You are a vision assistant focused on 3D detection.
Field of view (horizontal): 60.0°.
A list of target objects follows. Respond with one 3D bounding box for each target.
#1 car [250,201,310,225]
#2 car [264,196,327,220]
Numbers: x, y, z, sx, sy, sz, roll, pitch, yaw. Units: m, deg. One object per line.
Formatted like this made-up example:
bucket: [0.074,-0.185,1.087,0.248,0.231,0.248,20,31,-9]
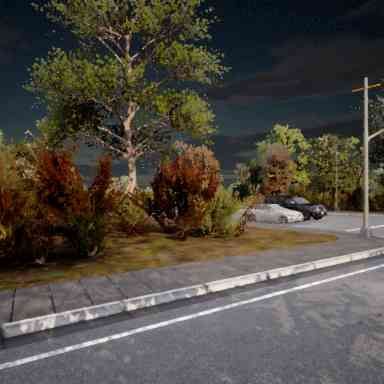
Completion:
car: [6.157,1.623,25.299,1.812,1.442,4.674,0,-1,-39]
car: [8.439,1.327,28.072,2.150,2.045,5.566,0,-1,-39]
